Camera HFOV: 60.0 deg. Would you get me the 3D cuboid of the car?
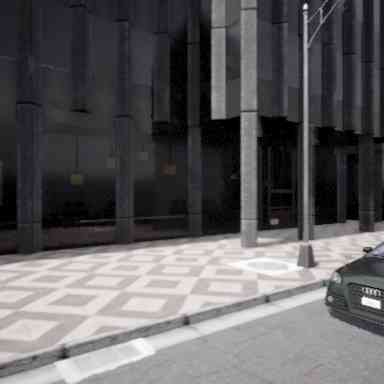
[{"bbox_3d":[4.467,1.581,6.440,4.181,1.385,1.994,0,0,-35],"label":"car"}]
